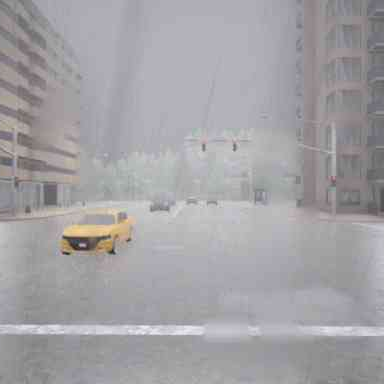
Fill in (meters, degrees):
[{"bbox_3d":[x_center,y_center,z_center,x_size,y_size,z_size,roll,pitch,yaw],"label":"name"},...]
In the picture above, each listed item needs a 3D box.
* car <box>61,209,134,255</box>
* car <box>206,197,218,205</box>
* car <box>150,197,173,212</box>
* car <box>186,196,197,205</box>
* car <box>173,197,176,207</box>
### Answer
[{"bbox_3d":[-3.607,1.477,13.453,1.882,1.535,5.008,0,0,0],"label":"car"},{"bbox_3d":[3.603,1.547,59.488,2.033,1.411,5.357,0,0,2],"label":"car"},{"bbox_3d":[-3.618,1.353,38.399,2.097,1.767,4.553,0,0,0],"label":"car"},{"bbox_3d":[-0.031,1.526,60.129,1.812,1.442,4.674,0,0,0],"label":"car"},{"bbox_3d":[-3.598,1.506,52.490,1.837,1.490,4.892,0,0,0],"label":"car"}]
